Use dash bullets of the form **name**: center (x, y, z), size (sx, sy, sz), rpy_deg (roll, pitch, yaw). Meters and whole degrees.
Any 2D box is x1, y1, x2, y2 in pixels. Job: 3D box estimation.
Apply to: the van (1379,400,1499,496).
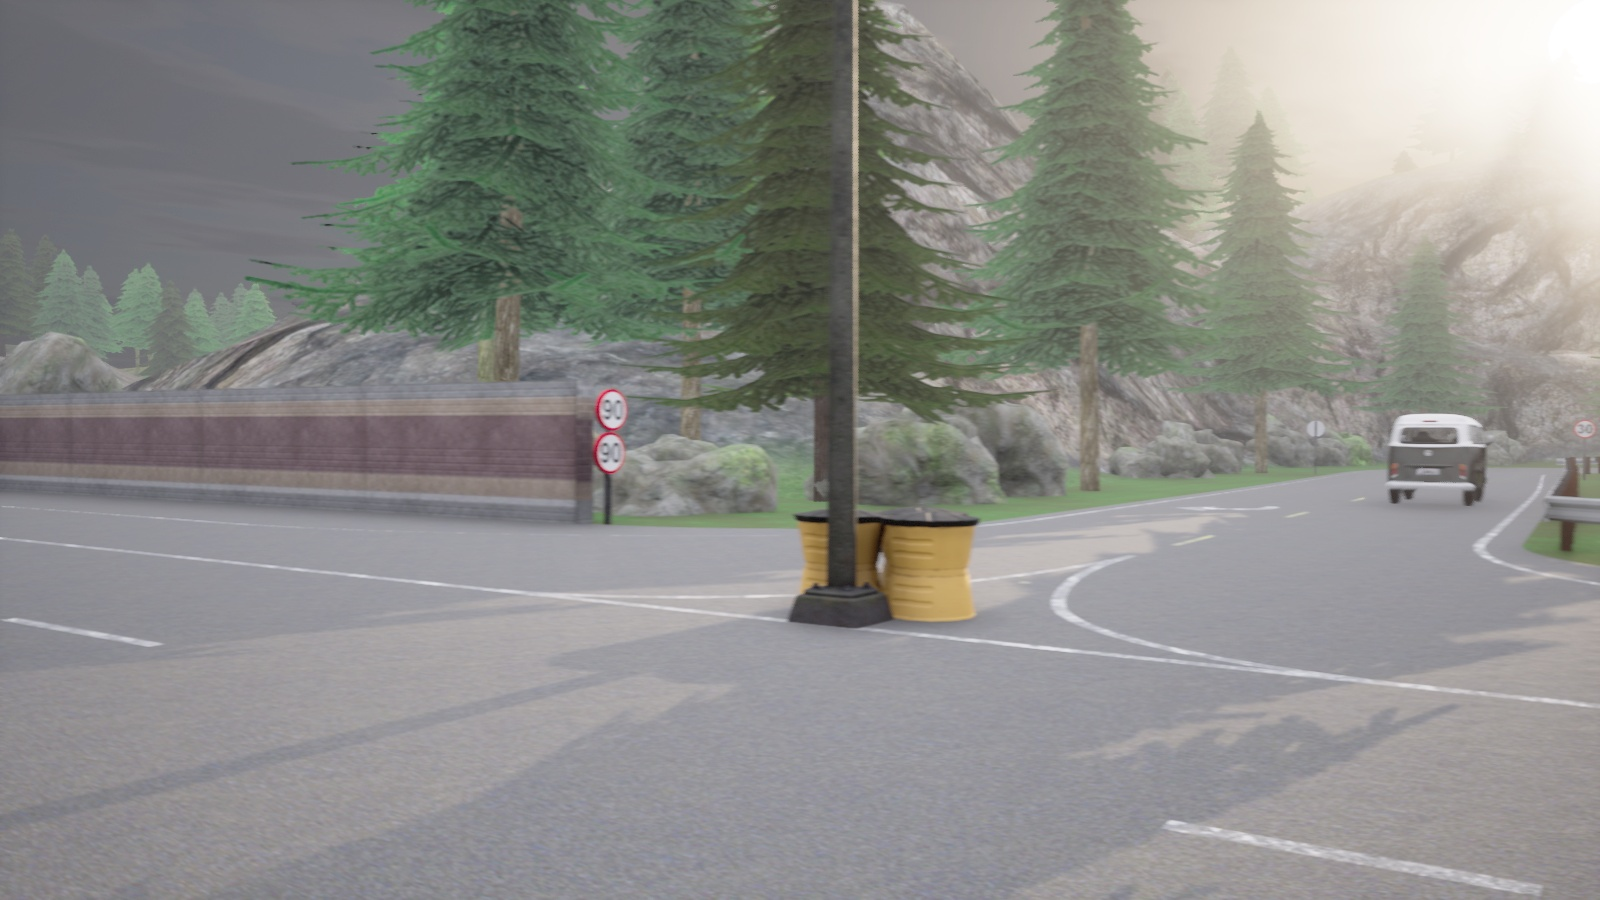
- **van**: center (14.976, -0.072, 29.284), size (2.069, 2.038, 4.480), rpy_deg (0, 1, 32)
